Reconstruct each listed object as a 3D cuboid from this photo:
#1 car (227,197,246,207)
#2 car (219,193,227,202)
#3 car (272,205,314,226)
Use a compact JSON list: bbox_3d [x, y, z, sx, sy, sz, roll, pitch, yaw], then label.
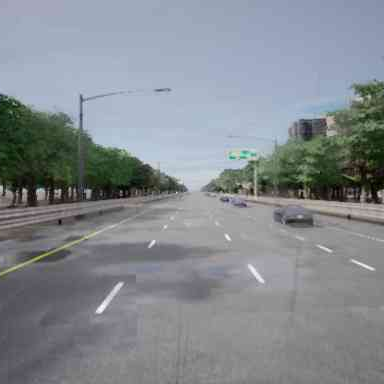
[{"bbox_3d":[7.160,1.545,51.460,2.033,1.411,5.357,0,0,0],"label":"car"},{"bbox_3d":[7.320,1.526,75.598,1.994,1.385,4.181,0,0,0],"label":"car"},{"bbox_3d":[7.038,1.571,23.568,1.994,1.385,4.181,0,0,0],"label":"car"}]
